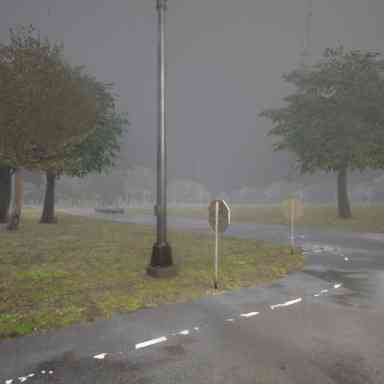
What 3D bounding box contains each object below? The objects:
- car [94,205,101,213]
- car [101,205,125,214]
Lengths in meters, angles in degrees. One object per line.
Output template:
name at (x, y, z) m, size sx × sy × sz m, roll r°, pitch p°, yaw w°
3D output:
car at (-16.517, 3.126, 61.264) m, size 1.994 × 1.385 × 4.181 m, roll 2°, pitch -2°, yaw -33°
car at (-13.071, 3.009, 56.124) m, size 2.033 × 1.411 × 5.357 m, roll 2°, pitch -2°, yaw -34°
